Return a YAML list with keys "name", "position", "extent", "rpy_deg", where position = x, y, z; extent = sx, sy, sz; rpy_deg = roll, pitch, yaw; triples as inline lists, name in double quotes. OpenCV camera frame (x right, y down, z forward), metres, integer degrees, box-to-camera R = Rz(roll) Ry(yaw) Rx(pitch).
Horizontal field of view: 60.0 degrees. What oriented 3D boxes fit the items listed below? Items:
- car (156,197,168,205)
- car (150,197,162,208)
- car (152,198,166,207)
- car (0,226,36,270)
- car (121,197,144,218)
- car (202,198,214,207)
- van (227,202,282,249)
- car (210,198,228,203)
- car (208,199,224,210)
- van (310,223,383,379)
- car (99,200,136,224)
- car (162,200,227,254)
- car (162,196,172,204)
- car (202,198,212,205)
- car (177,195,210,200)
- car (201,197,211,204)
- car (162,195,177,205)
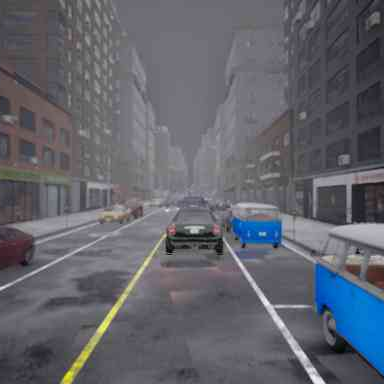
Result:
- name: "car"
  position: [-5.671, 1.695, 64.078]
  extent: [1.967, 1.590, 4.097]
  rpy_deg: [0, 0, 0]
- name: "car"
  position: [-5.703, 1.727, 52.922]
  extent: [1.752, 1.417, 4.829]
  rpy_deg: [0, 0, 0]
- name: "car"
  position: [-5.687, 1.779, 58.585]
  extent: [2.008, 1.369, 4.403]
  rpy_deg: [0, 0, 0]
- name: "car"
  position: [-5.828, 1.614, 9.148]
  extent: [1.802, 1.307, 4.206]
  rpy_deg: [1, 0, 0]
- name: "car"
  position: [-5.763, 1.426, 31.121]
  extent: [2.192, 1.841, 5.009]
  rpy_deg: [1, 0, 0]
- name: "car"
  position: [2.840, 1.772, 58.569]
  extent: [1.887, 1.381, 4.507]
  rpy_deg: [0, 0, 0]
- name: "van"
  position: [2.721, 1.391, 14.639]
  extent: [1.690, 1.788, 3.998]
  rpy_deg: [1, 0, 0]
- name: "car"
  position: [3.222, 1.494, 39.159]
  extent: [2.097, 1.767, 4.553]
  rpy_deg: [0, 0, 0]
- name: "car"
  position: [3.277, 1.697, 46.189]
  extent: [1.812, 1.442, 4.674]
  rpy_deg: [0, 0, 0]
- name: "van"
  position: [2.691, 1.353, 3.656]
  extent: [1.690, 1.788, 3.998]
  rpy_deg: [1, 0, 0]
- name: "car"
  position: [-5.780, 1.615, 25.458]
  extent: [1.752, 1.417, 4.829]
  rpy_deg: [1, 0, 0]
- name: "car"
  position: [0.103, 1.399, 13.782]
  extent: [2.097, 1.767, 4.553]
  rpy_deg: [0, 0, 0]
- name: "car"
  position: [-5.640, 1.749, 75.064]
  extent: [1.967, 1.590, 4.097]
  rpy_deg: [0, 0, 0]
- name: "car"
  position: [2.855, 1.798, 64.061]
  extent: [1.887, 1.381, 4.507]
  rpy_deg: [0, 0, 0]
- name: "car"
  position: [0.141, 1.323, 28.258]
  extent: [2.150, 2.045, 5.566]
  rpy_deg: [0, 0, 1]
- name: "car"
  position: [2.870, 1.831, 69.552]
  extent: [2.008, 1.369, 4.403]
  rpy_deg: [0, 0, 0]
- name: "car"
  position: [-2.936, 1.418, 51.696]
  extent: [2.150, 2.045, 5.566]
  rpy_deg: [0, 0, 0]
